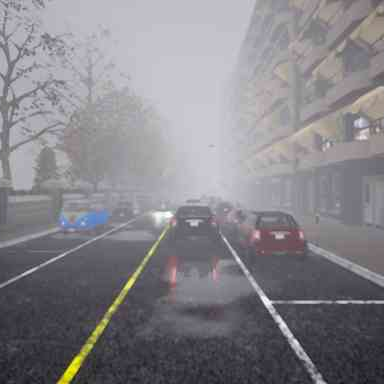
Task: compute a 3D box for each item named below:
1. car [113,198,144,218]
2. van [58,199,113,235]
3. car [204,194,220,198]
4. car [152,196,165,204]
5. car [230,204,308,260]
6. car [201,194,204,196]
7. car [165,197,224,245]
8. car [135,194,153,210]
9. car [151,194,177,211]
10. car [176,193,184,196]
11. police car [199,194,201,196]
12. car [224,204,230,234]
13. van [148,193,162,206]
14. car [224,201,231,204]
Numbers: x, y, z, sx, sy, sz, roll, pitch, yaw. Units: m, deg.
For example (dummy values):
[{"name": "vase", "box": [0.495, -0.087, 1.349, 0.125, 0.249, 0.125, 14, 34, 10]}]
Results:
[{"name": "car", "box": [-5.678, 1.442, 29.044, 1.947, 1.339, 4.313, 0, 0, 0]}, {"name": "van", "box": [-5.683, 1.264, 17.782, 1.690, 1.788, 3.998, 0, 0, 0]}, {"name": "car", "box": [2.707, 1.272, 40.300, 1.967, 1.590, 4.097, 0, 0, 0]}, {"name": "car", "box": [-5.667, 1.357, 57.195, 1.802, 1.307, 4.206, 0, 0, 0]}, {"name": "car", "box": [2.695, 1.387, 12.149, 1.967, 1.590, 4.097, 0, 0, 0]}, {"name": "car", "box": [2.712, 1.318, 51.731, 1.752, 1.417, 4.829, 0, 0, 0]}, {"name": "car", "box": [0.098, 1.286, 15.357, 2.097, 1.767, 4.553, 0, 0, 0]}, {"name": "car", "box": [-5.673, 1.147, 40.303, 2.192, 1.841, 5.009, 0, 0, 0]}, {"name": "car", "box": [-3.080, 1.332, 38.027, 2.128, 1.511, 4.902, 0, 0, 0]}, {"name": "car", "box": [-2.967, 0.906, 79.338, 2.097, 1.767, 4.553, 0, 0, 0]}, {"name": "police car", "box": [2.394, 1.174, 65.323, 1.930, 1.638, 5.238, 0, 0, 0]}, {"name": "car", "box": [2.697, 1.505, 17.780, 1.802, 1.307, 4.206, 0, 0, 0]}, {"name": "van", "box": [-5.669, 1.134, 51.563, 1.690, 1.788, 3.998, 0, 0, 0]}, {"name": "car", "box": [2.702, 1.442, 29.041, 1.947, 1.339, 4.313, 0, 0, 0]}]
